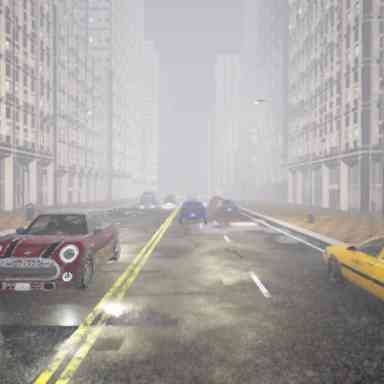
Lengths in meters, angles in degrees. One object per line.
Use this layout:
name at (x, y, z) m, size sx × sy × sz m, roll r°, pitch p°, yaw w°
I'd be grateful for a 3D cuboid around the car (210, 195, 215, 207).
car at (3.189, 1.190, 44.280) m, size 1.882 × 1.535 × 5.008 m, roll 0°, pitch 1°, yaw 0°

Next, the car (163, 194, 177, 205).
car at (-3.399, 1.129, 51.681) m, size 1.882 × 1.535 × 5.008 m, roll 0°, pitch 0°, yaw 0°

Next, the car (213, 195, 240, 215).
car at (3.236, 1.319, 30.794) m, size 1.812 × 1.442 × 4.674 m, roll 0°, pitch 0°, yaw 0°

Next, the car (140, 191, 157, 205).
car at (-6.646, 0.861, 51.522) m, size 2.150 × 2.045 × 5.566 m, roll 0°, pitch 1°, yaw 1°

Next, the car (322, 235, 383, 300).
car at (4.211, 1.421, 6.316) m, size 1.801 × 1.575 × 5.366 m, roll 0°, pitch 0°, yaw 0°

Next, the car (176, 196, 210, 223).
car at (0.053, 1.305, 23.924) m, size 1.882 × 1.535 × 5.008 m, roll 0°, pitch 1°, yaw 0°

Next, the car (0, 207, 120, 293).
car at (-3.368, 1.275, 8.859) m, size 2.097 × 1.767 × 4.553 m, roll 0°, pitch 0°, yaw 0°
